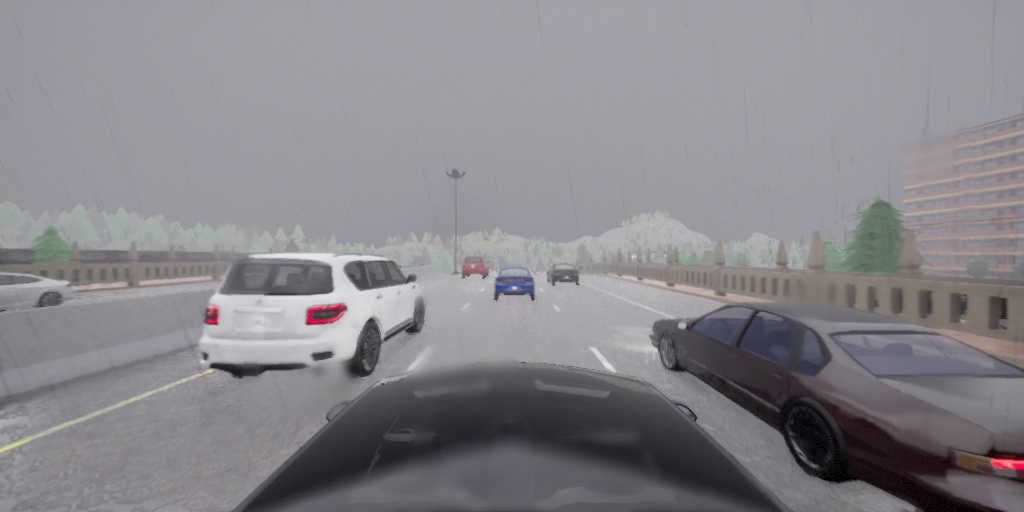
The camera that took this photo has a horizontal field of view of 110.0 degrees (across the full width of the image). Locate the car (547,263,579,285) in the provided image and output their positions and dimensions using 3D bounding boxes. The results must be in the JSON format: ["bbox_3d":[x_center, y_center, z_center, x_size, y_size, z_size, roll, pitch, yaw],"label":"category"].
[{"bbox_3d":[3.627,1.260,26.149,1.882,1.535,5.008,0,0,0],"label":"car"}]

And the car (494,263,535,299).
[{"bbox_3d":[0.118,1.246,18.101,1.882,1.535,5.008,0,0,0],"label":"car"}]

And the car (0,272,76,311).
[{"bbox_3d":[-17.587,1.258,11.723,1.812,1.442,4.674,0,0,0],"label":"car"}]

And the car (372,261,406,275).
[{"bbox_3d":[-14.005,1.379,41.209,2.128,1.511,4.902,0,-2,1],"label":"car"}]

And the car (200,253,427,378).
[{"bbox_3d":[-3.404,0.972,7.484,2.150,2.045,5.566,0,0,0],"label":"car"}]

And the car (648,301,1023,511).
[{"bbox_3d":[3.599,1.307,4.609,2.033,1.411,5.357,0,0,0],"label":"car"}]

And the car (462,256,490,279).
[{"bbox_3d":[-3.363,1.002,33.529,2.150,2.045,5.566,0,0,0],"label":"car"}]
